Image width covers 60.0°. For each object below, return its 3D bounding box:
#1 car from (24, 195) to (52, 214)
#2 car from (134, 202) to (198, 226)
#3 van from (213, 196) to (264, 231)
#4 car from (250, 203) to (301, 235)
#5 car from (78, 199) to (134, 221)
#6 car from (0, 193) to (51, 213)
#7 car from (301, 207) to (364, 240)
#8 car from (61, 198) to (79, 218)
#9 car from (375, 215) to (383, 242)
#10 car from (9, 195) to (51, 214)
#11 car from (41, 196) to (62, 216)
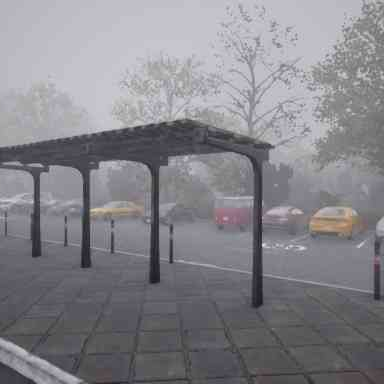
[{"bbox_3d":[-12.755,1.375,31.749,2.097,1.535,5.008,0,0,35],"label":"car"},{"bbox_3d":[-1.459,1.475,23.688,2.163,1.488,4.792,0,0,35],"label":"car"},{"bbox_3d":[3.152,1.247,20.593,1.878,1.987,4.442,0,0,35],"label":"van"},{"bbox_3d":[5.345,1.527,18.890,2.002,1.452,4.674,0,0,35],"label":"car"},{"bbox_3d":[-6.077,1.414,26.774,1.946,1.575,5.366,0,0,35],"label":"car"},{"bbox_3d":[-17.301,1.097,34.934,2.435,2.045,5.566,0,0,35],"label":"car"},{"bbox_3d":[7.608,1.501,17.281,2.097,1.535,5.008,0,0,35],"label":"car"},{"bbox_3d":[-8.216,1.433,28.555,2.163,1.488,4.792,0,0,35],"label":"car"},{"bbox_3d":[9.873,1.556,15.677,2.002,1.452,4.674,0,0,35],"label":"car"},{"bbox_3d":[-15.019,1.362,33.355,2.097,1.535,5.008,0,0,35],"label":"car"},{"bbox_3d":[-10.491,1.391,30.143,2.231,1.521,4.892,0,0,35],"label":"car"}]
